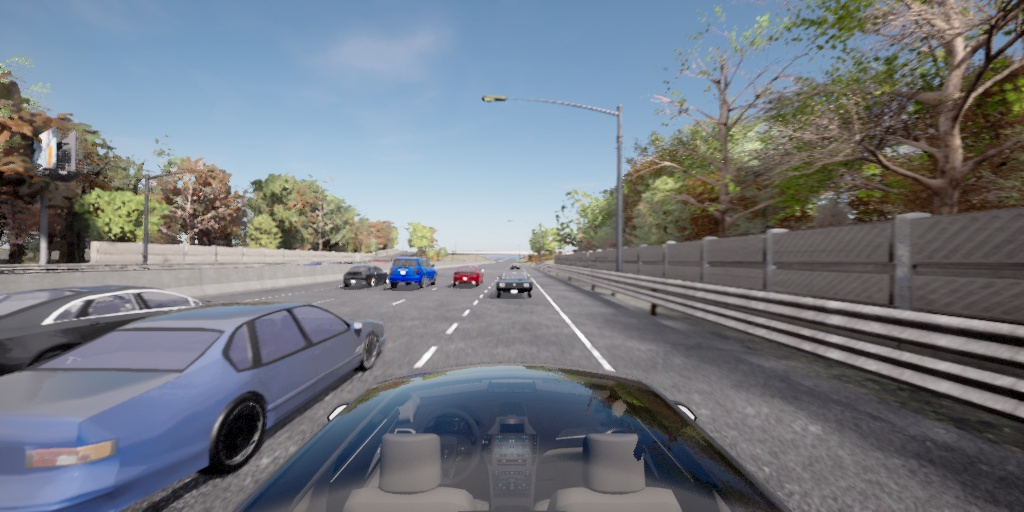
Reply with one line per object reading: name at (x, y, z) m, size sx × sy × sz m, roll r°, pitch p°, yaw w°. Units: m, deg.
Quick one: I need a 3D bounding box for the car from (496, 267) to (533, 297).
car at (0.137, 1.515, 20.203) m, size 1.895 × 1.301 × 4.718 m, roll 0°, pitch -1°, yaw 1°

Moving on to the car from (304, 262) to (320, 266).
car at (-31.053, 1.623, 56.482) m, size 1.812 × 1.442 × 4.674 m, roll 0°, pitch -1°, yaw 1°

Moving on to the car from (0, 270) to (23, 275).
car at (-21.022, 1.241, 13.372) m, size 1.837 × 1.490 × 4.892 m, roll 0°, pitch -1°, yaw 1°

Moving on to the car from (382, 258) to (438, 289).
car at (-6.721, 1.139, 24.875) m, size 2.150 × 2.045 × 5.566 m, roll 0°, pitch -1°, yaw 1°

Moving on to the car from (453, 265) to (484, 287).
car at (-3.198, 1.435, 27.077) m, size 1.882 × 1.535 × 5.008 m, roll 0°, pitch -1°, yaw 0°

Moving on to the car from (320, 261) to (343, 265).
car at (-27.557, 1.613, 56.574) m, size 2.128 × 1.511 × 4.902 m, roll 0°, pitch -1°, yaw 1°

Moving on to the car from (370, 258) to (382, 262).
car at (-20.575, 1.372, 55.958) m, size 2.150 × 2.045 × 5.566 m, roll 0°, pitch -1°, yaw 1°

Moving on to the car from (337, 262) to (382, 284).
car at (-10.215, 1.409, 25.537) m, size 1.837 × 1.490 × 4.892 m, roll 0°, pitch -1°, yaw 1°

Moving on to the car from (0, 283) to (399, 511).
car at (-3.402, 1.305, 4.709) m, size 2.033 × 1.411 × 5.357 m, roll 0°, pitch -1°, yaw 1°

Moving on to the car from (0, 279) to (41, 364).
car at (-10.397, 1.196, 4.681) m, size 1.882 × 1.535 × 5.008 m, roll 0°, pitch -1°, yaw 1°

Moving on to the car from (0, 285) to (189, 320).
car at (-6.887, 1.243, 6.186) m, size 2.128 × 1.511 × 4.902 m, roll 0°, pitch -1°, yaw 1°
